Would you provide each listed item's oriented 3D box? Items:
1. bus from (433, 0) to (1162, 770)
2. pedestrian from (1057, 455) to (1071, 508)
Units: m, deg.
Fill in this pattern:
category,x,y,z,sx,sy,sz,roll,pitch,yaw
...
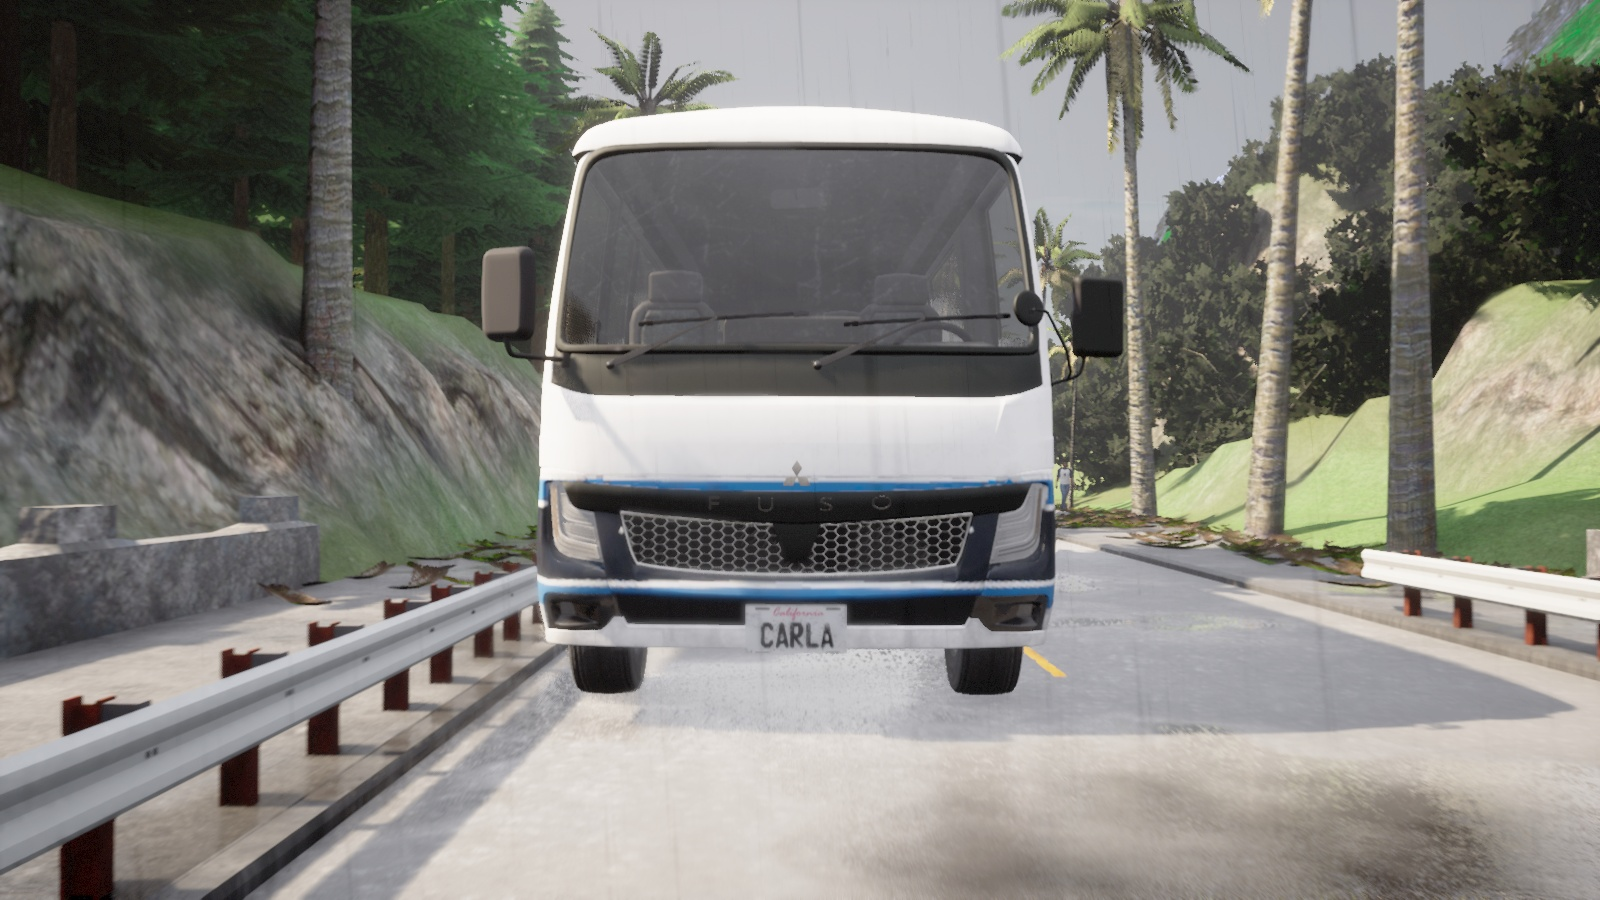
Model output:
category,x,y,z,sx,sy,sz,roll,pitch,yaw
bus,-0.031,-0.362,11.956,3.944,4.253,10.273,0,0,0
pedestrian,9.281,1.113,44.152,0.354,1.836,0.706,0,-1,0
